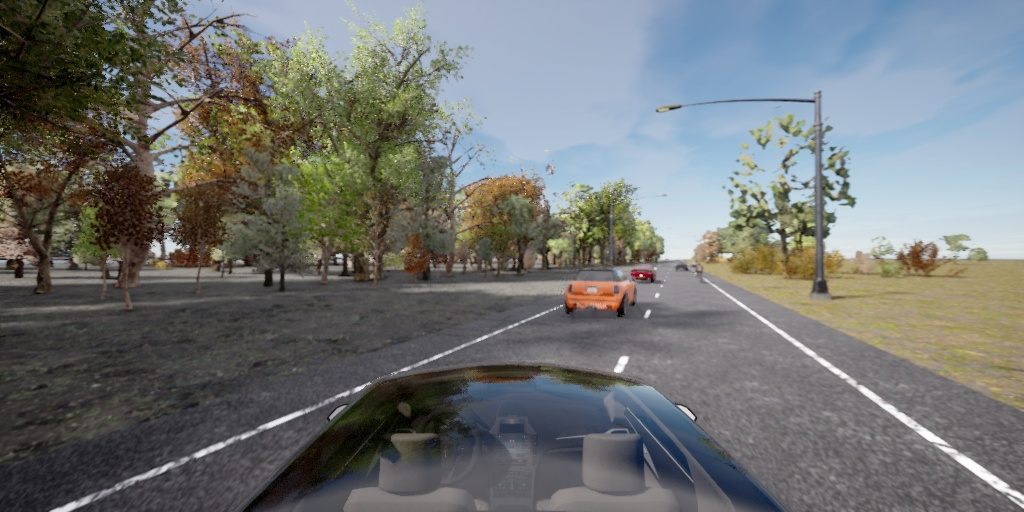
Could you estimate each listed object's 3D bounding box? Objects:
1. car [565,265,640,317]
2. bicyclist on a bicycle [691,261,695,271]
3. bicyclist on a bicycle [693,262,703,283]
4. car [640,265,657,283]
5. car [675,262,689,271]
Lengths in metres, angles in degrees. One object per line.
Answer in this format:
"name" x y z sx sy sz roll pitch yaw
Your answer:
"car" 3.645 1.216 14.223 2.097 1.767 4.553 0 -1 25
"bicyclist on a bicycle" 19.284 1.422 37.931 0.659 1.776 1.843 0 0 25
"bicyclist on a bicycle" 15.292 1.429 29.190 0.582 1.620 1.656 0 -1 25
"car" 11.731 1.494 31.912 1.882 1.535 5.008 0 -1 25
"car" 27.841 1.740 58.738 1.837 1.490 4.892 0 -1 25
